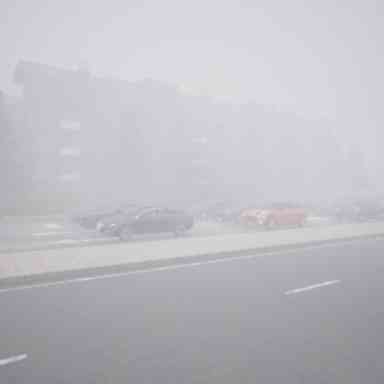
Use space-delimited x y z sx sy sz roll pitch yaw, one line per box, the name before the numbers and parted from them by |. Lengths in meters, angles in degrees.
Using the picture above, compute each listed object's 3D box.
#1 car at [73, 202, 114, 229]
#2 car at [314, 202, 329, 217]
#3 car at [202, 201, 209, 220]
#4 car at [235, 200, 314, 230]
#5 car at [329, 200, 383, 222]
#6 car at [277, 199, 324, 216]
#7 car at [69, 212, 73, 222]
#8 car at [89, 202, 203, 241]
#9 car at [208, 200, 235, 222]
car | -3.957 1.394 19.410 5.008 1.535 1.882 1 0 -34
car | 13.522 1.657 31.229 4.181 1.385 1.994 1 0 -34
car | 1.662 1.470 27.438 4.892 1.490 1.837 1 0 -34
car | 5.352 1.370 21.486 4.553 1.767 2.097 1 0 -34
car | 13.687 1.455 27.117 4.553 1.767 2.097 1 0 -34
car | 11.040 1.538 33.775 5.008 1.535 1.882 0 0 -34
car | -5.824 1.415 22.384 4.674 1.442 1.812 1 0 -33
car | -2.180 1.433 16.389 4.902 1.511 2.128 1 0 -34
car | 4.176 1.546 24.916 5.357 1.411 2.033 1 0 -34
